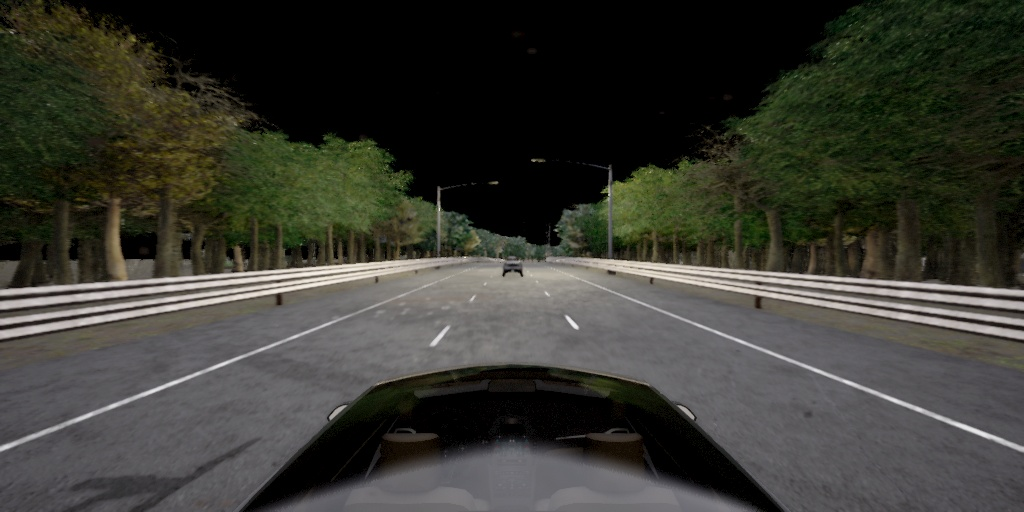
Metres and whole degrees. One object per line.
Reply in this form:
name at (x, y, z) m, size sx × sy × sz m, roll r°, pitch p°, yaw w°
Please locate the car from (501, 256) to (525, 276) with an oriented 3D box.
car at (0.072, 0.995, 32.878) m, size 1.837 × 1.490 × 4.892 m, roll 0°, pitch 1°, yaw 0°
